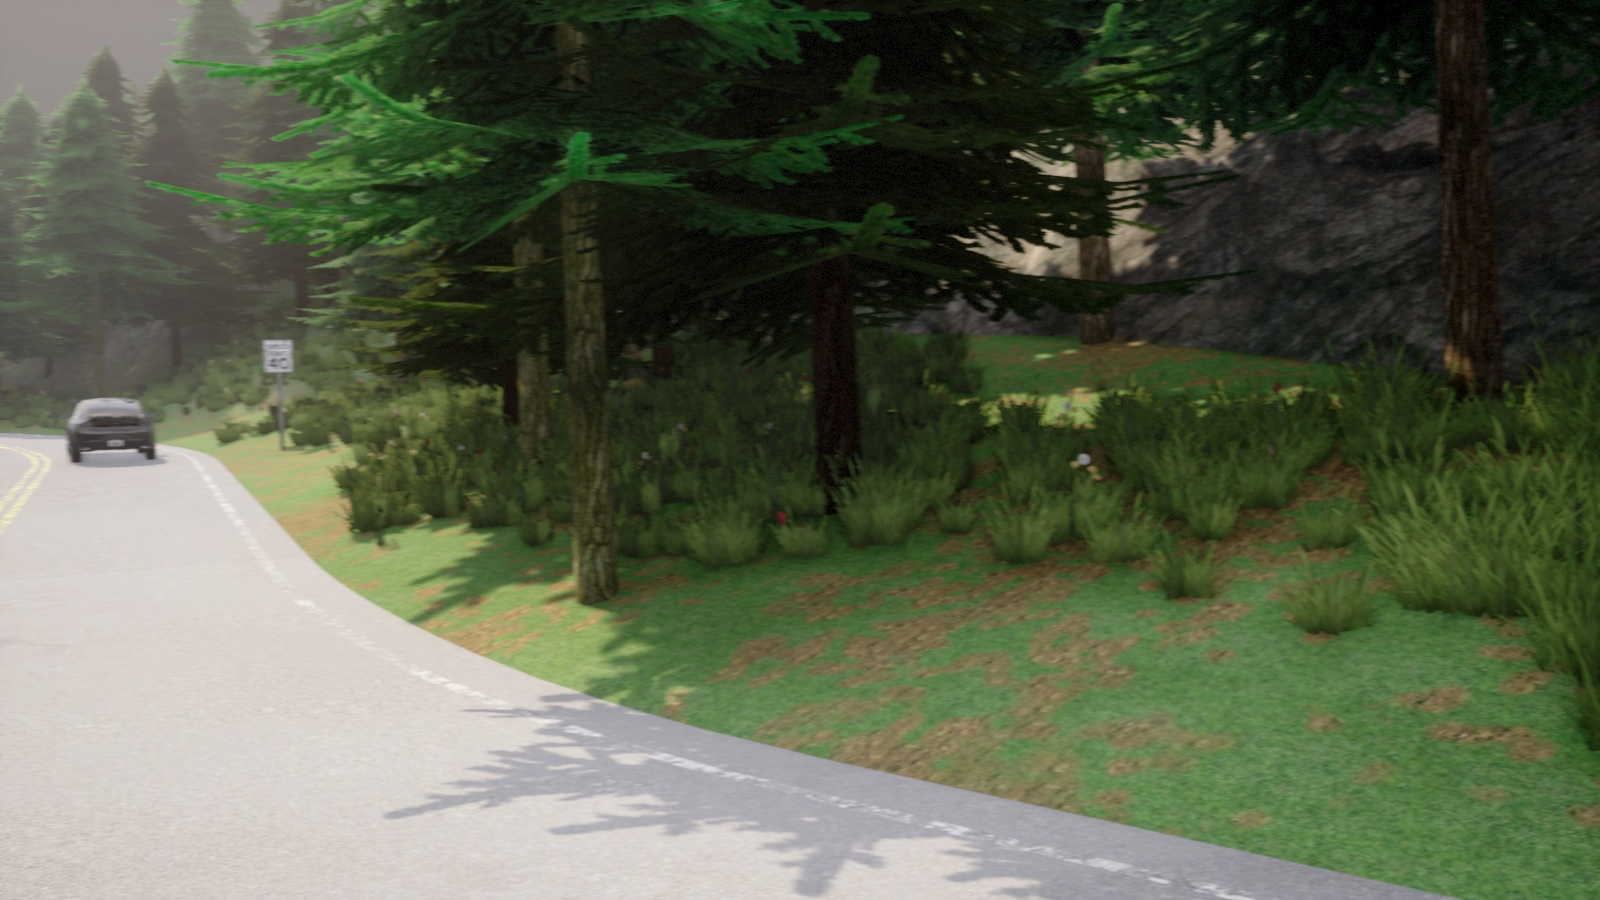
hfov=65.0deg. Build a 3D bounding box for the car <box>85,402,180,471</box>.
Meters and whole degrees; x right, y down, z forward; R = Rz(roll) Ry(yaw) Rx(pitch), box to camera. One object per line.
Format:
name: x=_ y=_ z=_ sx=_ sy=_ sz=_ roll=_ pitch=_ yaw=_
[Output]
car: x=-17.182 y=-0.406 z=32.235 sx=1.837 sy=1.490 sz=4.892 roll=-3 pitch=5 yaw=-31
